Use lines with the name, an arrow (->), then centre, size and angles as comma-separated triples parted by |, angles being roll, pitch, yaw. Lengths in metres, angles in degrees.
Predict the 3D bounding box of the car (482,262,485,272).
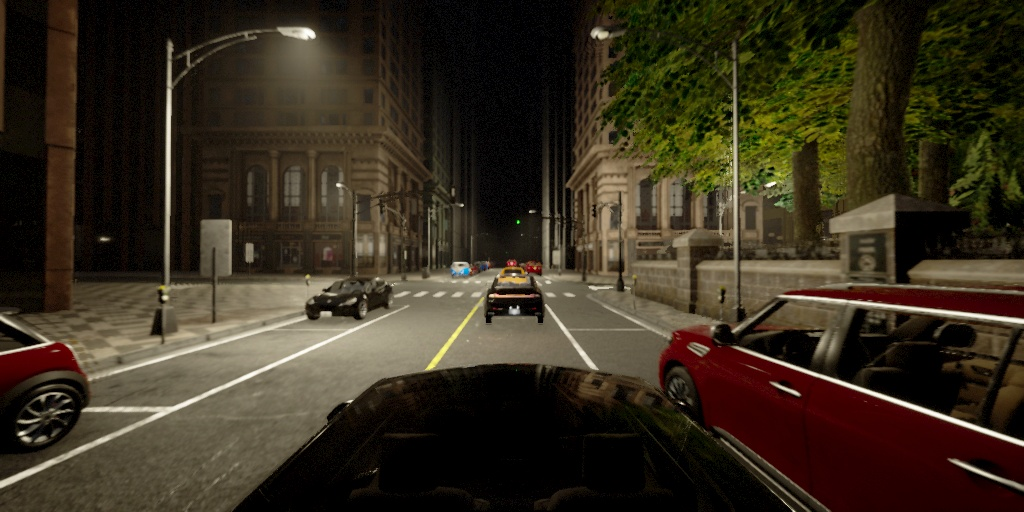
car -> -5.784, 2.020, 56.273 | 1.948, 1.339, 4.313 | 0, 0, 0

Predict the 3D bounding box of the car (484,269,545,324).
car -> 0.080, 1.374, 12.498 | 2.128, 1.511, 4.902 | 0, -1, 0

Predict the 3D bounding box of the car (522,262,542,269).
car -> 2.746, 1.621, 45.405 | 2.192, 1.841, 5.009 | 0, 0, 0

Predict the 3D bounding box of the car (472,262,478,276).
car -> -5.779, 1.746, 45.393 | 1.967, 1.591, 4.097 | 0, 0, 0

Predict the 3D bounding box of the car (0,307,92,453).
car -> -5.762, 1.197, 2.251 | 1.967, 1.591, 4.097 | 0, 0, 0

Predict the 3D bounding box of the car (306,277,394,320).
car -> -5.766, 1.459, 13.298 | 1.948, 1.339, 4.313 | 0, 0, 0

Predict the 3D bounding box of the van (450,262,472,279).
van -> -5.777, 1.574, 39.953 | 1.690, 1.789, 3.998 | 0, 0, 0

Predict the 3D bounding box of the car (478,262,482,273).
car -> -5.782, 1.925, 50.833 | 1.888, 1.381, 4.507 | 0, 0, 0

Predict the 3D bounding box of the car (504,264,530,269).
car -> 0.070, 1.543, 25.120 | 1.882, 1.535, 5.008 | 1, -1, 0

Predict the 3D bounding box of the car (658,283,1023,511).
car -> 2.763, 1.072, 2.265 | 2.192, 1.841, 5.009 | 0, 0, 0

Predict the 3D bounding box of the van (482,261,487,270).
van -> -5.786, 1.870, 61.715 | 1.690, 1.789, 3.998 | 0, 0, 0
